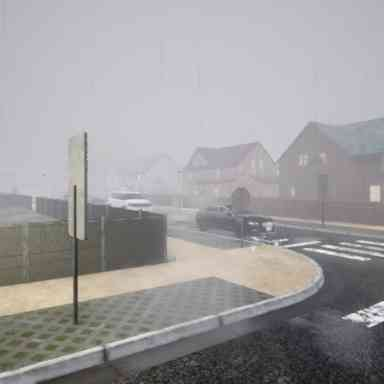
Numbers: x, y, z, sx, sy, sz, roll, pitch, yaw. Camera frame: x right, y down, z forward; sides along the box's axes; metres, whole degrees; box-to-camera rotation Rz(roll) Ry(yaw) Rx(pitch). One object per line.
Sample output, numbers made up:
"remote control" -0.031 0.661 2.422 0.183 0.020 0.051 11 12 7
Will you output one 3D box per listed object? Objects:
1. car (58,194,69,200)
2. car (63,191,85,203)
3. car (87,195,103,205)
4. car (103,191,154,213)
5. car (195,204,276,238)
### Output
"car" -16.831 1.040 44.931 1.837 1.490 4.892 0 0 -34
"car" -18.734 0.801 52.646 2.097 1.767 4.553 0 1 -34
"car" -13.116 1.119 44.496 1.994 1.385 4.181 0 1 -34
"car" -5.257 0.969 27.812 2.150 2.045 5.566 0 1 -34
"car" 2.092 1.375 17.030 2.128 1.511 4.902 0 1 -34
